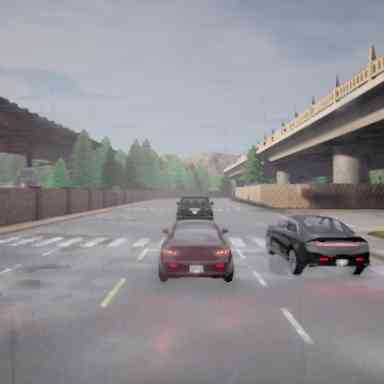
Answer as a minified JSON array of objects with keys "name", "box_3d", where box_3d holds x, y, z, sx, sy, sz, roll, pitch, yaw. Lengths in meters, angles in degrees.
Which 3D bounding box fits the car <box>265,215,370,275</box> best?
[{"name":"car","box_3d":[3.603,1.476,10.402,2.128,1.511,4.902,0,0,0]}]

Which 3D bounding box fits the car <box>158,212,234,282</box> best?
[{"name":"car","box_3d":[0.100,1.511,9.557,1.812,1.442,4.674,0,0,0]}]

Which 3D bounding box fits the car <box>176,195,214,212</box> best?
[{"name":"car","box_3d":[0.193,1.190,20.762,2.150,2.045,5.566,0,0,1]}]
